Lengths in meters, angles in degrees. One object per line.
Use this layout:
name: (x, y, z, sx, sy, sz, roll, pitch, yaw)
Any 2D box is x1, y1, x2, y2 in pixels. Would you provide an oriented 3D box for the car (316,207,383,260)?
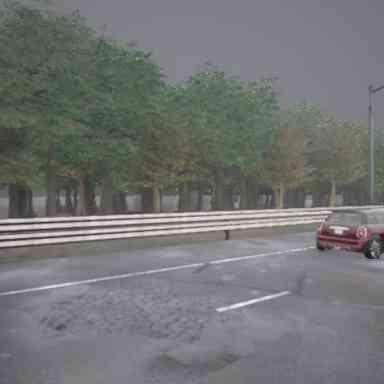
car: (6.911, 1.439, 12.981, 4.553, 1.767, 2.097, 0, 0, -36)
